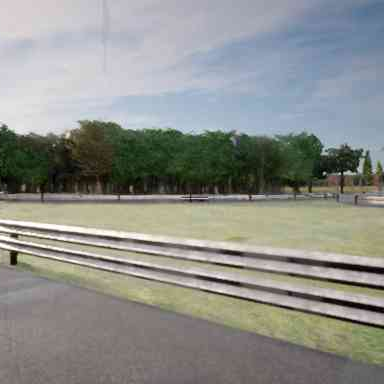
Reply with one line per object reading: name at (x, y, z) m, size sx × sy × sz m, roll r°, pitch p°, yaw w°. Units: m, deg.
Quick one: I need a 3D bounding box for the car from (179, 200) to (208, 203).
car at (0.275, 1.085, 53.728) m, size 4.718 × 1.301 × 1.895 m, roll 0°, pitch 0°, yaw -18°
